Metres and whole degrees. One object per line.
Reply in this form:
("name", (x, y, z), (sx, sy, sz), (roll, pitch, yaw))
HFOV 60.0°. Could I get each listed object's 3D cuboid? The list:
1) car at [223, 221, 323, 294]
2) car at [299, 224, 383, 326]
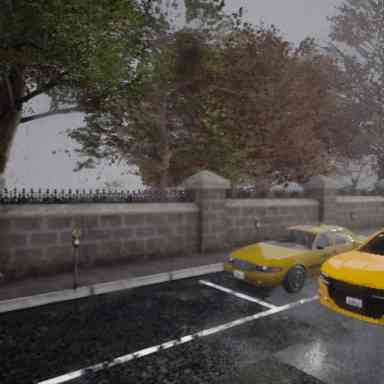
("car", (2.991, 1.464, 8.673), (4.829, 1.417, 1.752), (-1, 1, -35))
("car", (4.547, 1.416, 6.620), (5.008, 1.535, 1.882), (-1, 0, -35))
